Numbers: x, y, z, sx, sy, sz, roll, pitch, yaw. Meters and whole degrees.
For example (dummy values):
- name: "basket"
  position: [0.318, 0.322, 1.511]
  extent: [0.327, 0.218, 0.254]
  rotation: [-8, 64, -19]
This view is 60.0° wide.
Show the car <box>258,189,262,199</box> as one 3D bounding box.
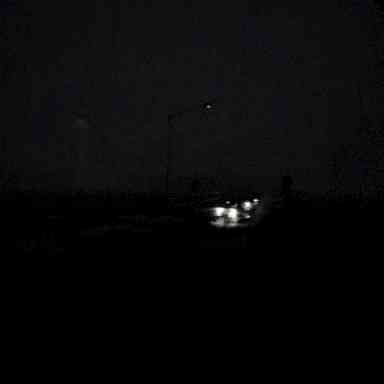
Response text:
- name: "car"
  position: [9.507, 0.282, 50.304]
  extent: [2.033, 1.411, 5.357]
  rotation: [3, 2, 18]

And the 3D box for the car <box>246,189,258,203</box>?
- name: "car"
  position: [6.445, 0.436, 40.479]
  extent: [1.837, 1.490, 4.892]
  rotation: [3, 2, 17]

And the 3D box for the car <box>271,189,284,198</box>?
- name: "car"
  position: [14.581, 0.237, 56.359]
  extent: [1.837, 1.490, 4.892]
  rotation: [3, 2, 19]

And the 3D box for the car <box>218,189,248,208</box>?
- name: "car"
  position: [3.692, 0.696, 30.926]
  extent: [1.994, 1.385, 4.181]
  rotation: [3, 2, 16]
